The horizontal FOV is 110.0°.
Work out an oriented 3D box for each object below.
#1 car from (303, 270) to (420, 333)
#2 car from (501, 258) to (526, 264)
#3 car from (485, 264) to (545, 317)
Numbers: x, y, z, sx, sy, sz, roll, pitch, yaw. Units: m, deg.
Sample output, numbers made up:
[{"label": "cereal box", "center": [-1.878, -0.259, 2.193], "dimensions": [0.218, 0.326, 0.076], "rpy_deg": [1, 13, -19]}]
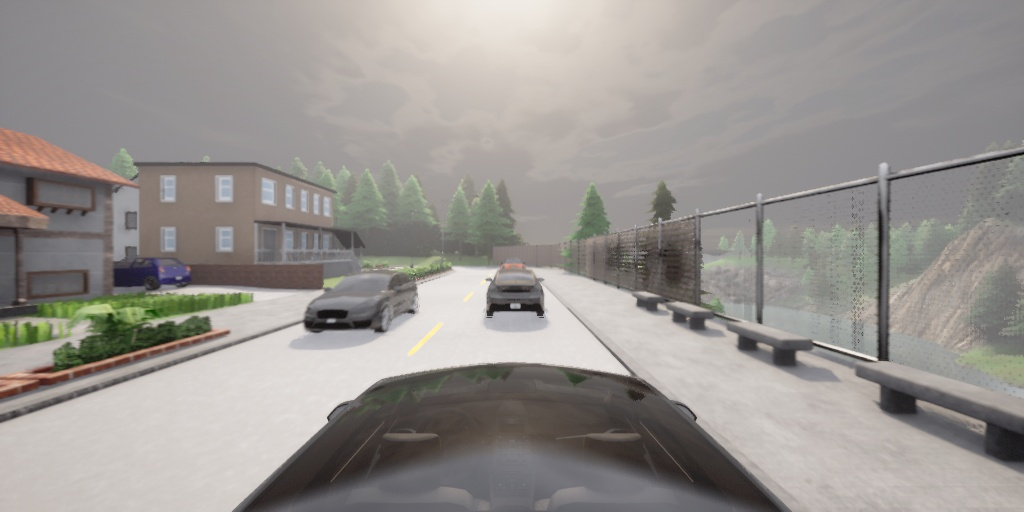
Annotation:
[{"label": "car", "center": [-4.095, 1.201, 10.565], "dimensions": [1.837, 1.490, 4.892], "rpy_deg": [0, 0, 0]}, {"label": "car", "center": [0.107, 0.924, 30.679], "dimensions": [2.097, 1.767, 4.553], "rpy_deg": [0, 0, 0]}, {"label": "car", "center": [0.103, 1.187, 12.796], "dimensions": [1.837, 1.490, 4.892], "rpy_deg": [0, 0, 0]}]
